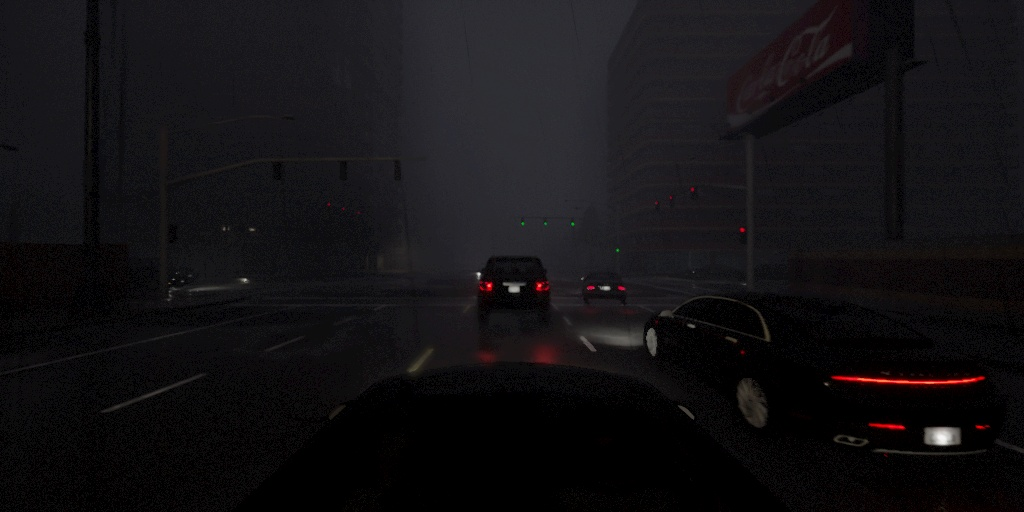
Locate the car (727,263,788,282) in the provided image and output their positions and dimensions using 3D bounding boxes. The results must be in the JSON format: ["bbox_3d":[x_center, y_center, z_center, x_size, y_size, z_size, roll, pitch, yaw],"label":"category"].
[{"bbox_3d":[21.313,1.361,30.062,5.008,1.535,1.882,0,0,0],"label":"car"}]

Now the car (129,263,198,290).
[{"bbox_3d":[-23.215,1.351,22.618,4.892,1.490,1.837,0,0,0],"label":"car"}]

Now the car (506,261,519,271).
[{"bbox_3d":[0.086,1.571,56.933,1.994,1.385,4.181,0,0,0],"label":"car"}]

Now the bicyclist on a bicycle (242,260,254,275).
[{"bbox_3d":[-28.010,1.219,38.074,0.582,1.620,1.656,0,0,0],"label":"bicyclist on a bicycle"}]

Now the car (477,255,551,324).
[{"bbox_3d":[0.078,1.019,12.367,2.150,2.045,5.566,0,-1,0],"label":"car"}]

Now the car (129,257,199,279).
[{"bbox_3d":[-26.176,1.084,26.099,5.566,2.045,2.150,0,0,-1],"label":"car"}]

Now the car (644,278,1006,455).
[{"bbox_3d":[3.600,1.272,5.424,1.837,1.490,4.892,0,0,0],"label":"car"}]

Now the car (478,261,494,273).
[{"bbox_3d":[-3.559,1.497,49.272,1.812,1.442,4.674,0,0,0],"label":"car"}]

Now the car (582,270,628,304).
[{"bbox_3d":[4.329,1.369,17.042,2.033,1.411,5.357,0,0,11],"label":"car"}]

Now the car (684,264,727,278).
[{"bbox_3d":[18.630,1.425,33.547,4.674,1.442,1.812,0,0,0],"label":"car"}]
